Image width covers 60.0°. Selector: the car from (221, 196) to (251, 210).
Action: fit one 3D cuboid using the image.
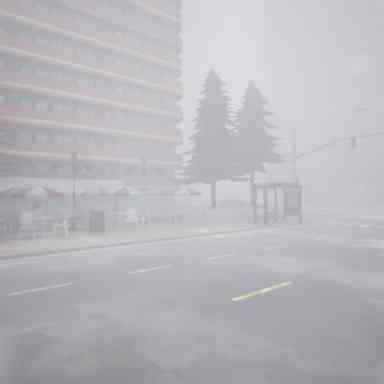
[{"bbox_3d":[6.004,1.608,44.388,2.128,1.511,4.902,0,0,-40],"label":"car"}]
